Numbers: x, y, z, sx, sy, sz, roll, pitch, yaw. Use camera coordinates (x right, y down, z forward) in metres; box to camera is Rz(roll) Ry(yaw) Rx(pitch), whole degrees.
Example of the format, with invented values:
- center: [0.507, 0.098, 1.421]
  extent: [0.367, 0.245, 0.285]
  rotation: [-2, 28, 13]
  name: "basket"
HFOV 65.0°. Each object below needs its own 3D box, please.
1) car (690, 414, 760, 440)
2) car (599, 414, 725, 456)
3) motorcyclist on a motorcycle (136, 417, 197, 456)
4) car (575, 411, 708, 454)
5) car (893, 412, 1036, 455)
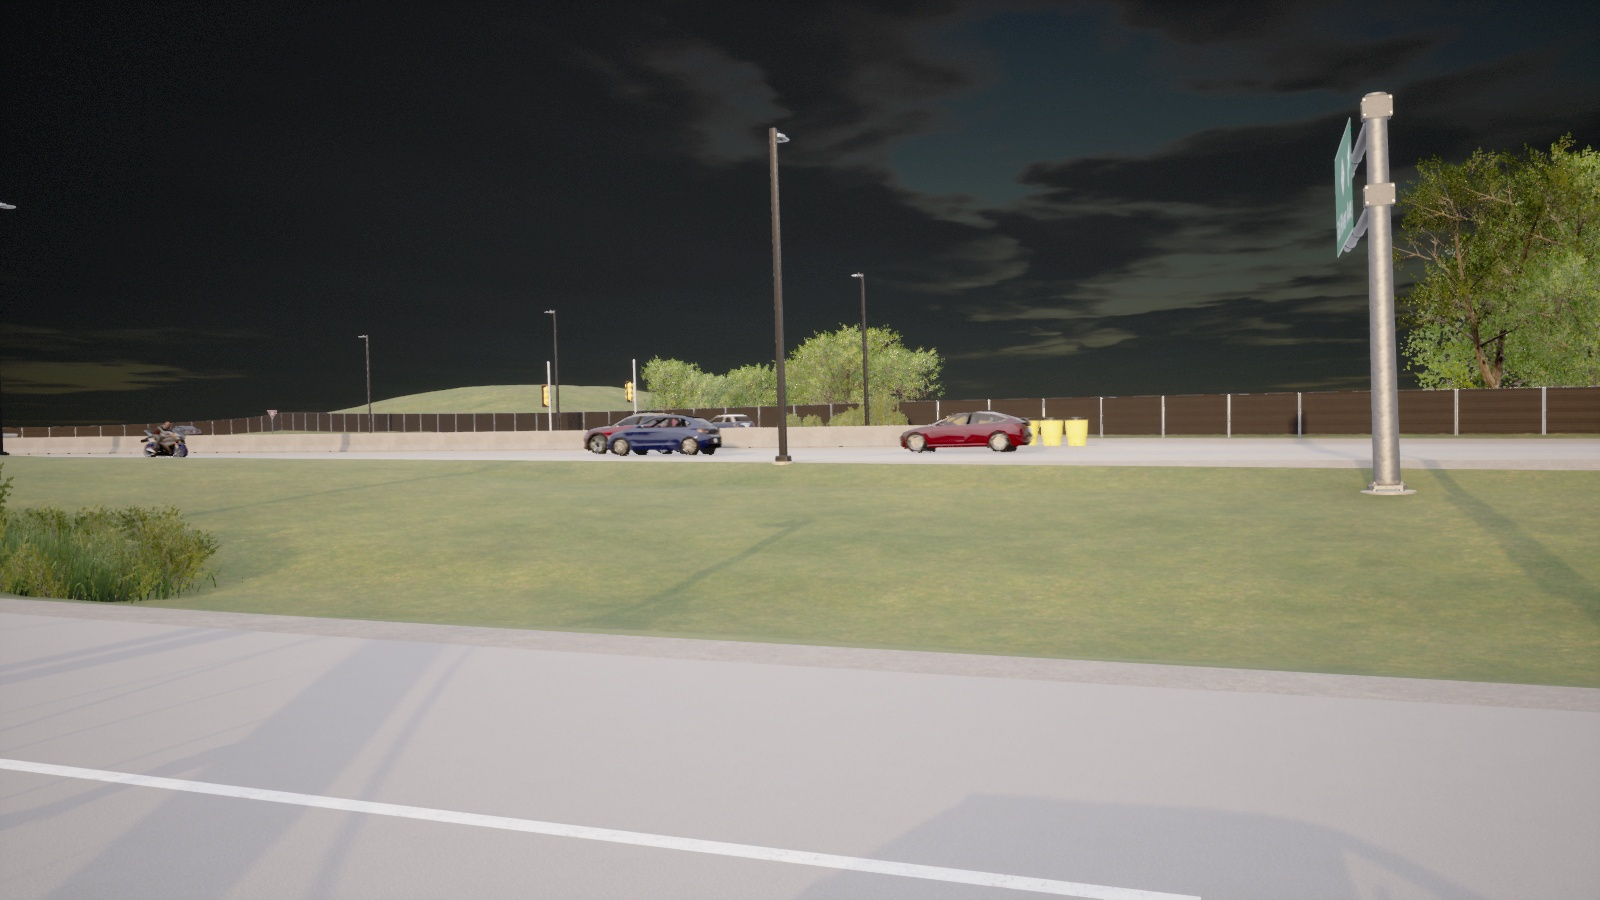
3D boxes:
- center: [-4.293, -1.338, 71.703]
  extent: [1.970, 1.475, 3.806]
  rotation: [-2, 2, -43]
  name: "car"
- center: [-5.026, -0.559, 45.838]
  extent: [4.193, 1.474, 1.816]
  rotation: [0, 1, 20]
  name: "car"
- center: [-24.905, -0.533, 49.341]
  extent: [2.191, 1.530, 0.866]
  rotation: [0, 1, 20]
  name: "motorcyclist on a motorcycle"
- center: [-6.312, -0.696, 50.028]
  extent: [4.856, 1.649, 2.033]
  rotation: [0, 1, 20]
  name: "car"
- center: [5.977, -0.604, 45.562]
  extent: [4.792, 1.488, 2.163]
  rotation: [0, 1, 20]
  name: "car"
